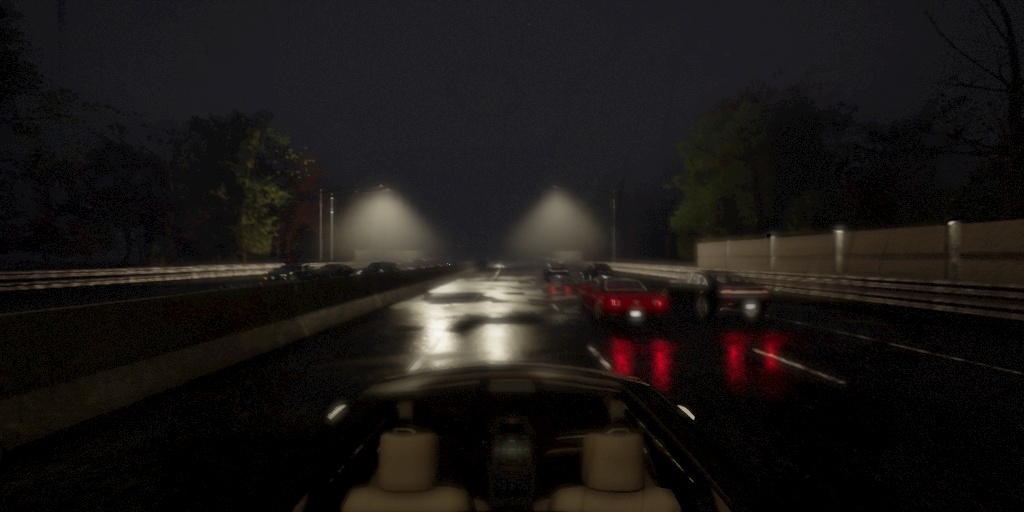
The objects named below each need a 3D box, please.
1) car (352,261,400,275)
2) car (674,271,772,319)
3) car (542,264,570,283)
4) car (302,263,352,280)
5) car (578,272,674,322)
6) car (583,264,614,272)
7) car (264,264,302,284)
[{"bbox_3d":[-10.598,1.242,28.867,2.097,1.767,4.553,0,0,0],"label":"car"},{"bbox_3d":[7.097,1.303,13.092,2.128,1.511,4.902,0,0,0],"label":"car"},{"bbox_3d":[3.599,1.386,29.539,2.128,1.511,4.902,0,0,0],"label":"car"},{"bbox_3d":[-14.098,1.366,28.444,1.882,1.535,5.008,0,0,0],"label":"car"},{"bbox_3d":[3.598,1.408,12.593,1.895,1.301,4.718,0,0,0],"label":"car"},{"bbox_3d":[7.099,1.400,29.624,1.837,1.490,4.892,0,0,0],"label":"car"},{"bbox_3d":[-17.597,1.395,28.842,1.837,1.490,4.892,0,0,0],"label":"car"}]
